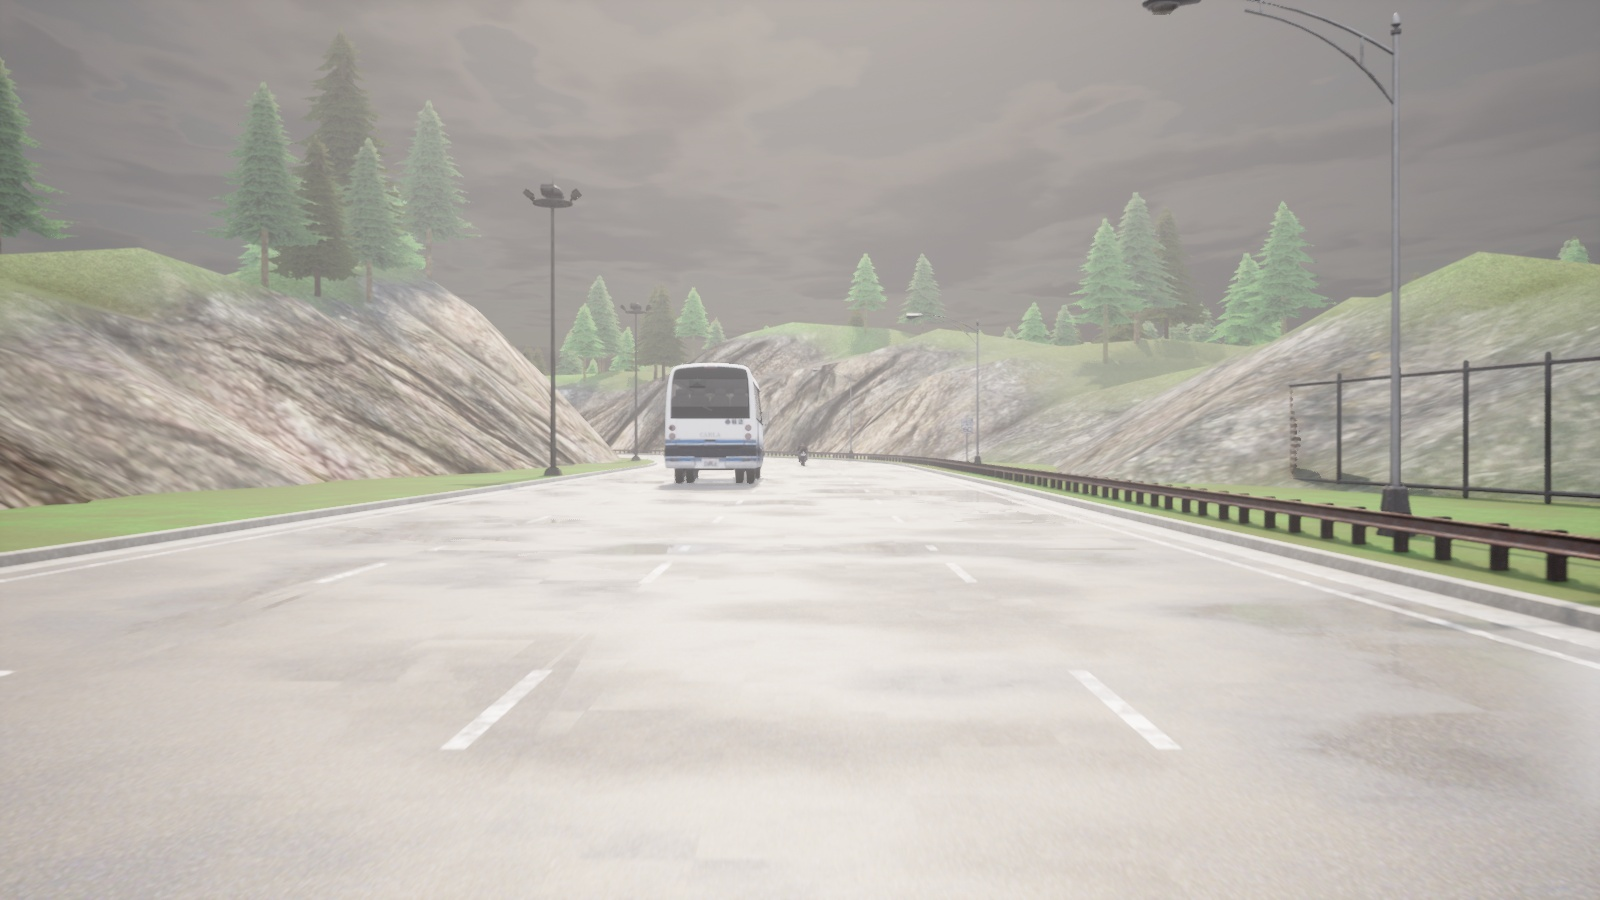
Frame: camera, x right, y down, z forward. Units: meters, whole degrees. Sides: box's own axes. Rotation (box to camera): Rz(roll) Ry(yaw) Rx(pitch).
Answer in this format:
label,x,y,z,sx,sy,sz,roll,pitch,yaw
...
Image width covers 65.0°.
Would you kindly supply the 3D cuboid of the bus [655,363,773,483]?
label,x,y,z,sx,sy,sz,roll,pitch,yaw
bus,-3.158,-0.912,49.550,3.944,4.253,10.273,0,0,0
